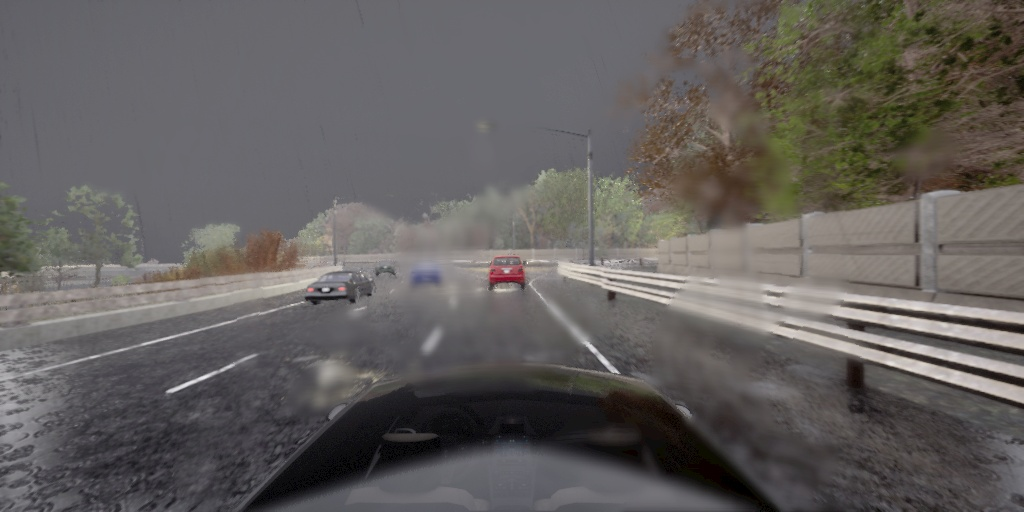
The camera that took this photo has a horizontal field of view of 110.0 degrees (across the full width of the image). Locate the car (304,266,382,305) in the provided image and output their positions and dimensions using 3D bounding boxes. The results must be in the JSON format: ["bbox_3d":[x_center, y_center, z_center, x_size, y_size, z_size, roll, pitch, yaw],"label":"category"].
[{"bbox_3d":[-7.923,1.422,16.995,2.033,1.411,5.357,-1,0,-9],"label":"car"}]

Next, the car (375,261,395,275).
[{"bbox_3d":[-15.561,1.346,43.749,2.097,1.767,4.553,-1,0,-23],"label":"car"}]

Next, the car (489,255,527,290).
[{"bbox_3d":[-0.249,0.975,22.999,2.150,2.045,5.566,-1,0,1],"label":"car"}]

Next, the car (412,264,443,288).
[{"bbox_3d":[-5.899,1.320,24.992,1.882,1.535,5.008,-1,0,-12],"label":"car"}]
